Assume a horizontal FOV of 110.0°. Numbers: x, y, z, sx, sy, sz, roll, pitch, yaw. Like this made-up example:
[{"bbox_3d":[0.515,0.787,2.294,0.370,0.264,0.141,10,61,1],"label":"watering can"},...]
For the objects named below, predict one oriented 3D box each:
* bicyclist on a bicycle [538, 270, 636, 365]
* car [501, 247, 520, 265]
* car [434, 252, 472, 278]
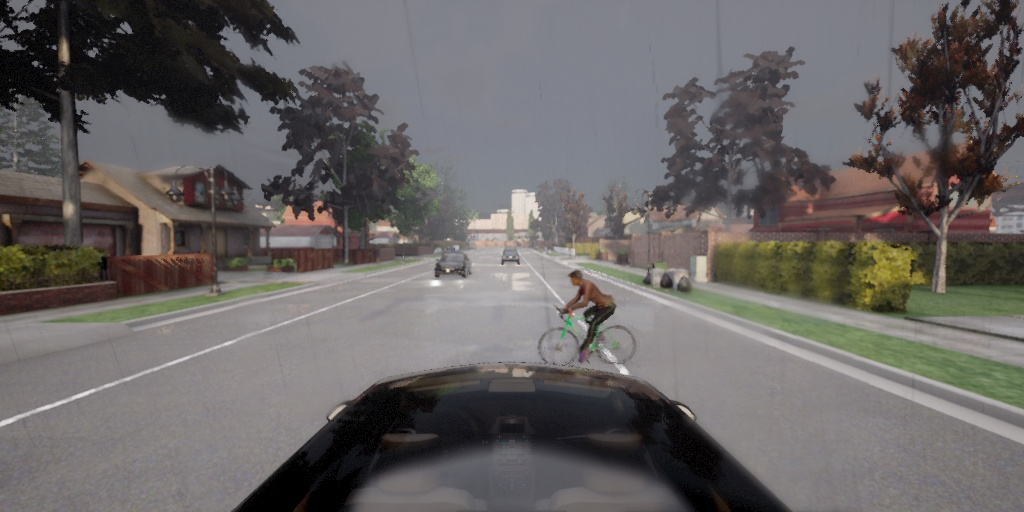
[{"bbox_3d":[1.243,1.052,5.976,1.656,1.620,0.582,-2,2,0],"label":"bicyclist on a bicycle"},{"bbox_3d":[-0.140,0.078,36.075,2.033,1.411,5.357,0,2,0],"label":"car"},{"bbox_3d":[-3.633,0.524,22.678,1.837,1.490,4.892,0,2,0],"label":"car"}]
